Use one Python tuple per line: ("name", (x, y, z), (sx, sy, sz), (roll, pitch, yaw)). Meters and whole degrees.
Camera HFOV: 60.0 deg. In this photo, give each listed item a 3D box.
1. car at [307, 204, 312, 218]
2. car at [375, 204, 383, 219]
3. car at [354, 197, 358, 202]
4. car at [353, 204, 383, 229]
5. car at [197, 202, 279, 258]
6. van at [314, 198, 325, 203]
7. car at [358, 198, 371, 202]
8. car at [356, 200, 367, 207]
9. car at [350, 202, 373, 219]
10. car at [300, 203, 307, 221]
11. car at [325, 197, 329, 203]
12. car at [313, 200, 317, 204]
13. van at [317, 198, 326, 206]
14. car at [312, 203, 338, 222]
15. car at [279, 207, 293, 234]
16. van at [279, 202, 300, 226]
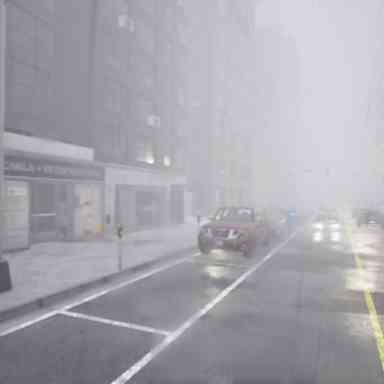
("car", (11.025, 1.951, 34.294), (1.752, 1.417, 4.829), (0, -1, 24))
("car", (21.257, 2.085, 36.364), (1.752, 1.417, 4.829), (0, 0, 24))
("car", (36.677, 2.320, 71.309), (2.192, 1.841, 5.009), (1, 0, 24))
("car", (13.542, 1.886, 25.337), (1.837, 1.490, 4.892), (0, -1, 24))
("car", (1.944, 1.459, 13.709), (2.192, 1.841, 5.009), (0, -1, 24))
("van", (24.361, 2.155, 64.516), (1.690, 1.788, 3.998), (0, 0, 24))
("car", (32.166, 2.317, 61.089), (1.967, 1.590, 4.097), (0, 0, 24))
("car", (38.928, 2.632, 76.416), (1.947, 1.339, 4.313), (1, 0, 24))
("car", (17.870, 2.060, 35.208), (2.033, 1.411, 5.357), (0, 0, 24))
("car", (8.737, 1.883, 29.108), (1.752, 1.417, 4.829), (0, -1, 24))
("car", (28.871, 2.256, 74.737), (2.192, 1.841, 5.009), (0, 0, 24))
("car", (13.381, 2.045, 39.634), (2.008, 1.369, 4.403), (0, 0, 24))
("van", (31.125, 2.344, 79.846), (1.690, 1.788, 3.998), (1, 0, 24))
("car", (12.406, 2.013, 30.529), (1.895, 1.301, 4.718), (0, -1, 24))
("car", (4.229, 1.768, 18.891), (2.008, 1.369, 4.403), (0, -1, 24))
("van", (6.519, 1.631, 24.079), (1.690, 1.788, 3.998), (0, -1, 24))
